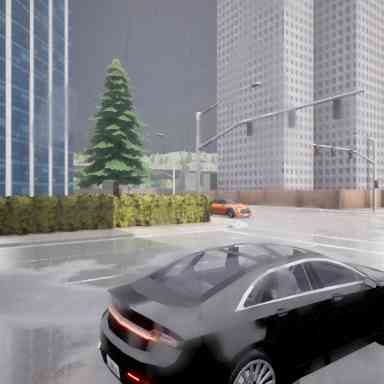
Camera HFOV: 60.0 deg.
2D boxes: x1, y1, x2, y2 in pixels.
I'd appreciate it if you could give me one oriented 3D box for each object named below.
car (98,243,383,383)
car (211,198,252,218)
[{"bbox_3d":[1.207,1.492,4.667,4.902,1.511,2.128,0,0,-35],"label":"car"},{"bbox_3d":[3.280,1.352,29.907,2.097,1.767,4.553,0,0,-35],"label":"car"}]
